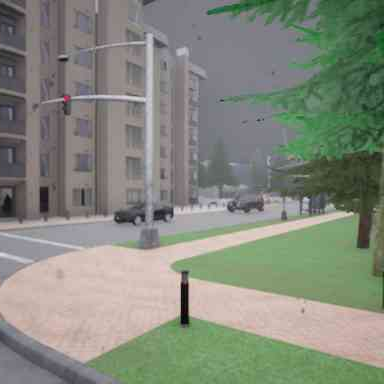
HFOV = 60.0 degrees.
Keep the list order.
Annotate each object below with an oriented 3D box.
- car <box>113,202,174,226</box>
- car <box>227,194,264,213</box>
[{"bbox_3d":[-3.353,1.467,23.876,1.882,1.535,5.008,0,0,37],"label":"car"},{"bbox_3d":[5.972,1.207,36.401,2.150,2.045,5.566,0,1,37],"label":"car"}]
